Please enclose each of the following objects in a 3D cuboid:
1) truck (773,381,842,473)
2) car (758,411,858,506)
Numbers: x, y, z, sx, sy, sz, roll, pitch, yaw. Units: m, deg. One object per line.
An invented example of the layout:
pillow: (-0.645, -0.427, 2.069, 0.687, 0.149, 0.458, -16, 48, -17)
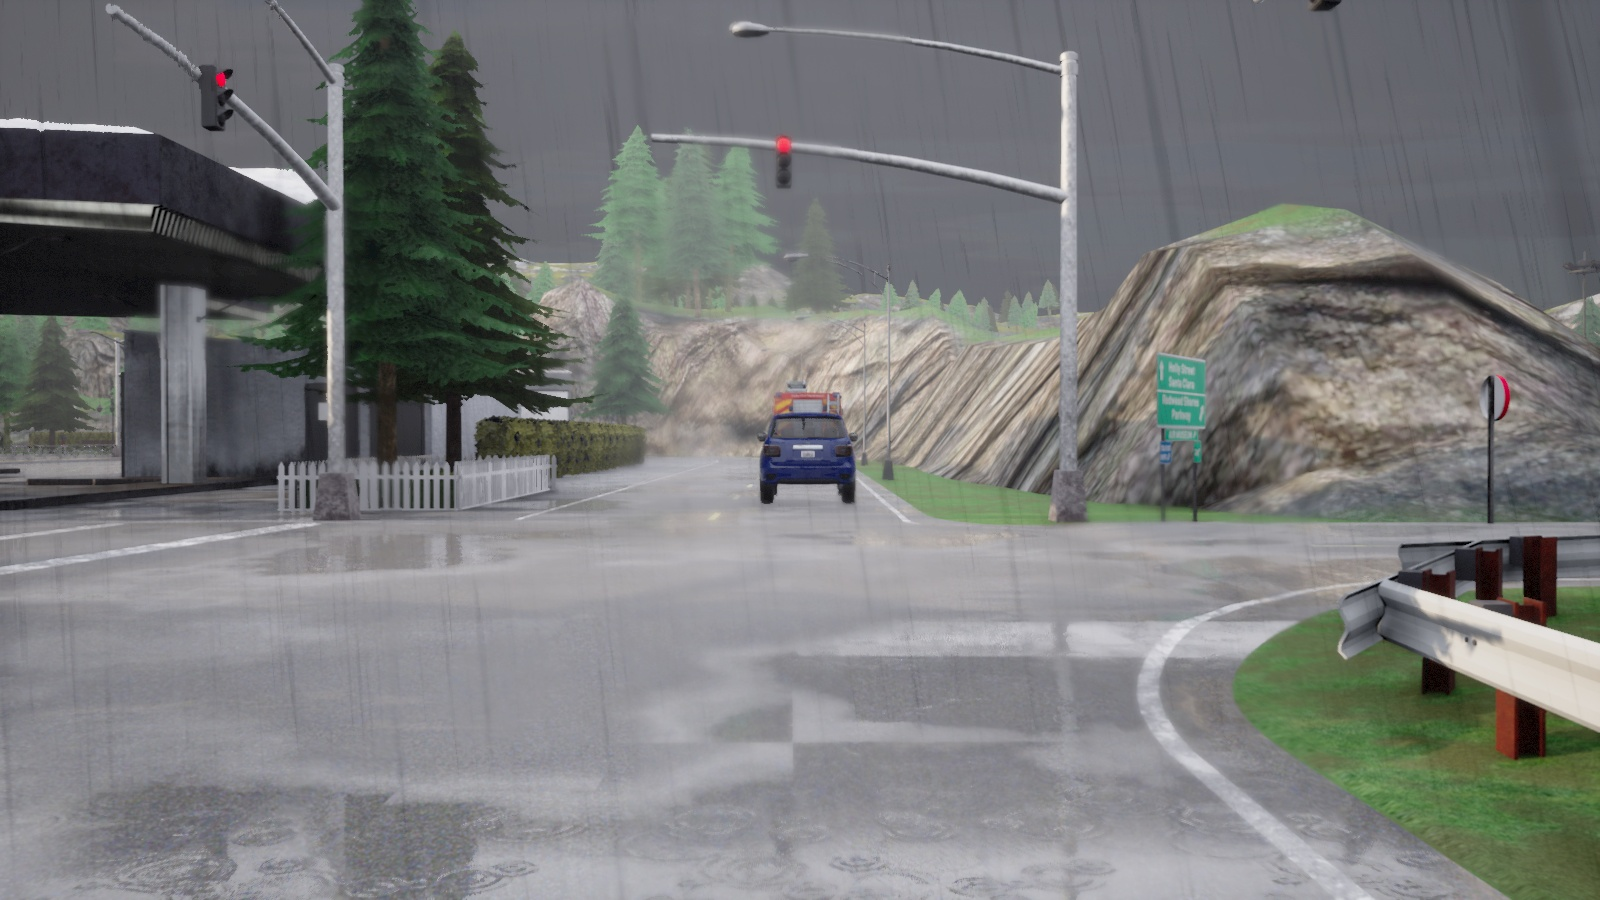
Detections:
truck: (0.337, -1.007, 56.459, 2.891, 3.827, 8.468, 0, 1, 0)
car: (0.187, 0.153, 29.911, 2.150, 2.045, 5.566, 0, 1, 0)
